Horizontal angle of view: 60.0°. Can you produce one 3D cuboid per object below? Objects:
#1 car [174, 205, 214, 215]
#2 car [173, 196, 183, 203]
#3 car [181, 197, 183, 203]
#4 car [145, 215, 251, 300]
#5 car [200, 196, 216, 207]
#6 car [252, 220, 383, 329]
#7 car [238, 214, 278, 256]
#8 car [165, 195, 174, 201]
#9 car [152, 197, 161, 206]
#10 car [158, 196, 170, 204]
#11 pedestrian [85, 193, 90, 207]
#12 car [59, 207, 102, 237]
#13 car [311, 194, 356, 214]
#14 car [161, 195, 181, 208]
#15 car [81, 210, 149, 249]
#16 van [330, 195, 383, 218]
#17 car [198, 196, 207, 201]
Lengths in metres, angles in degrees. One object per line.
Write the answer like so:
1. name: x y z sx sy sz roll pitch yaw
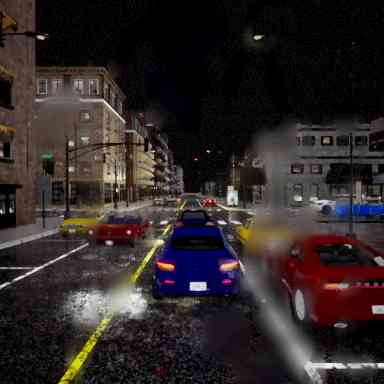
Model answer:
1. car: 0.097 1.565 16.956 1.994 1.385 4.181 0 0 0
2. car: -3.014 1.604 72.911 1.994 1.385 4.181 0 0 0
3. car: -3.089 1.387 59.274 2.097 1.767 4.553 0 0 0
4. car: 0.102 1.525 8.263 1.812 1.442 4.674 0 0 0
5. car: 2.674 1.462 50.846 1.967 1.590 4.097 0 0 0
6. car: 2.684 1.544 6.980 1.887 1.381 4.507 0 0 0
7. car: 2.683 1.526 12.848 1.752 1.417 4.829 0 0 0
8. car: -5.712 1.596 84.843 1.752 1.417 4.829 0 0 0
9. car: -5.706 1.580 56.529 2.008 1.369 4.403 0 0 0
10. car: -5.708 1.595 67.923 2.008 1.369 4.403 0 0 0
11. pedestrian: -12.638 1.080 40.256 0.375 1.860 0.375 0 0 0
12. car: -5.699 1.527 18.207 1.752 1.417 4.829 0 0 0
13. car: 15.478 1.256 34.937 5.566 2.045 2.150 0 0 0
14. car: -3.106 1.584 49.471 1.994 1.385 4.181 0 0 0
15. car: -3.104 1.602 14.720 1.895 1.301 4.718 0 0 0
16. van: 14.653 1.413 29.143 3.998 1.788 1.690 0 0 0
17. car: 2.669 1.622 85.027 2.008 1.369 4.403 -1 0 0
